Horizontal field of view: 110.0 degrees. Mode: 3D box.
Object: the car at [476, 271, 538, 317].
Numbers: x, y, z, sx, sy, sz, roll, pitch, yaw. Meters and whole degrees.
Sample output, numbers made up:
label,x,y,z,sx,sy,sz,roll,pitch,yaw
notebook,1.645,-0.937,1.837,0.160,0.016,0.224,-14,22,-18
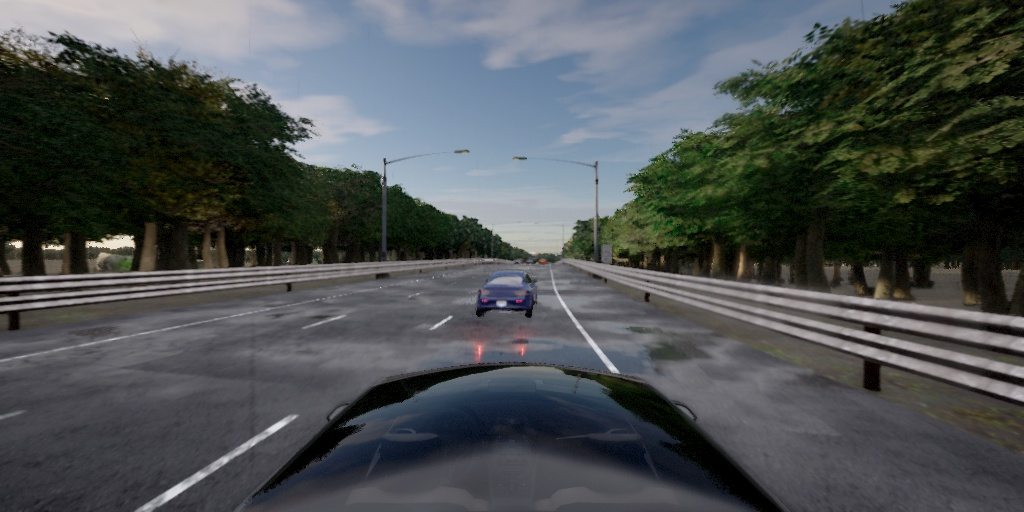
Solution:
label,x,y,z,sx,sy,sz,roll,pitch,yaw
car,-0.080,1.255,12.991,1.812,1.442,4.674,0,0,6
